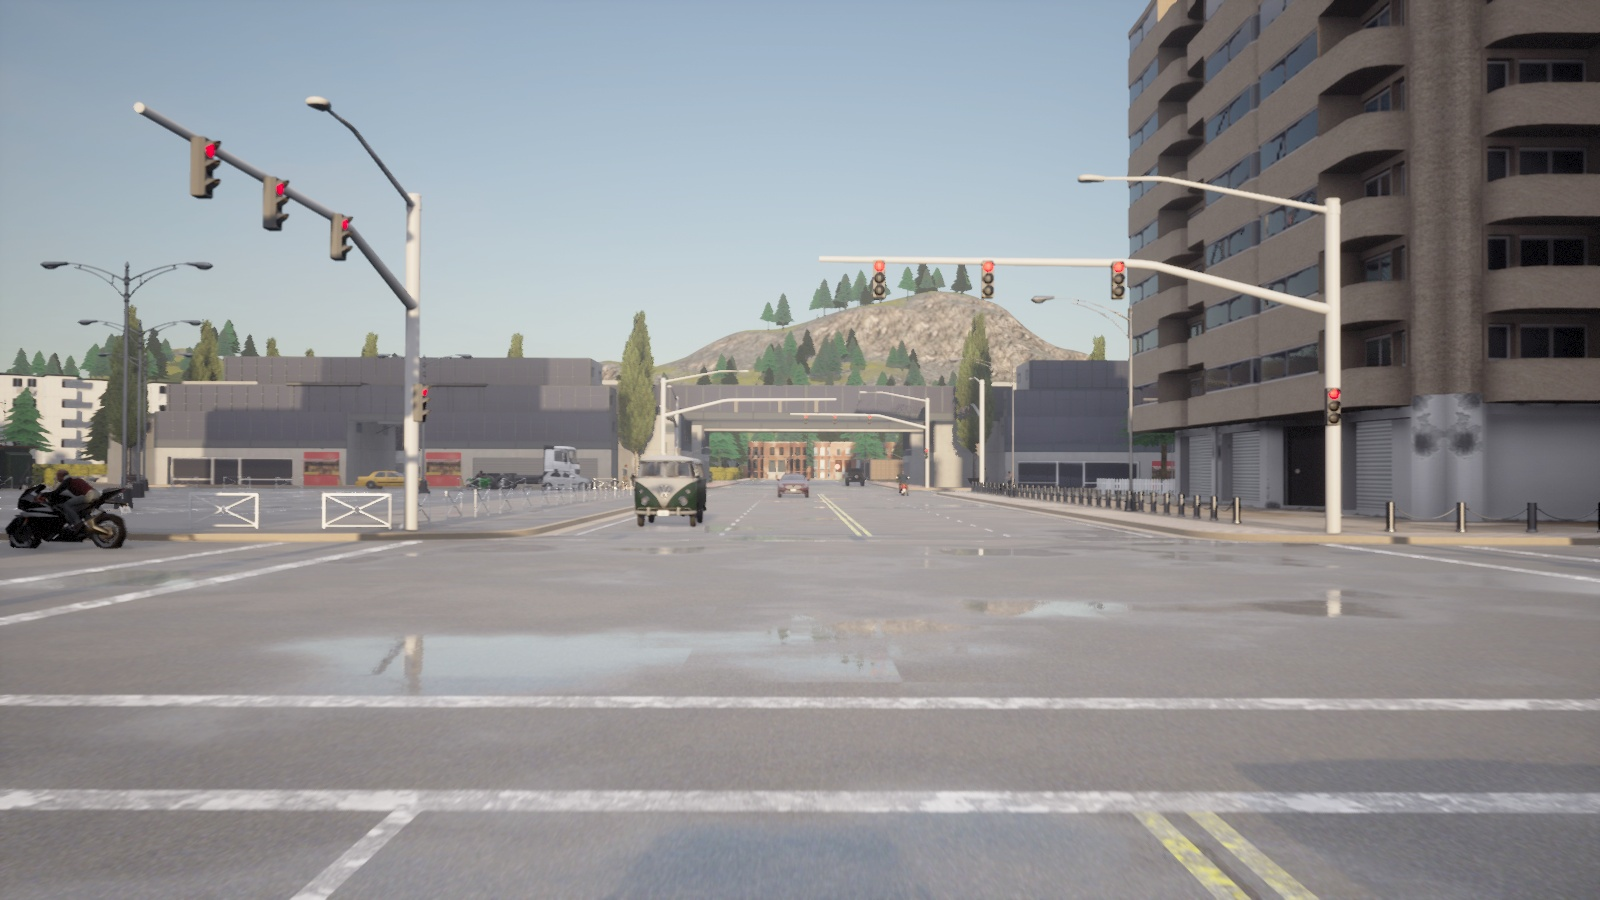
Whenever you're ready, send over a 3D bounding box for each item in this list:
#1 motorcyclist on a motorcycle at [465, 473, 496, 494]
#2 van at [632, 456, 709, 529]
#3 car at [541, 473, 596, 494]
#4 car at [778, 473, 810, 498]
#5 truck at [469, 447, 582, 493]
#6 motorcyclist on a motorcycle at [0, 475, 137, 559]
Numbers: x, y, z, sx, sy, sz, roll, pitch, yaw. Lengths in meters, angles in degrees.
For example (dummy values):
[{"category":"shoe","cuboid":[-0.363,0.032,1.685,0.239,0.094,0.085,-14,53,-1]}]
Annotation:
[{"category":"motorcyclist on a motorcycle","cuboid":[-23.433,2.432,92.094,2.044,1.523,0.797,0,-1,1]},{"category":"van","cuboid":[-3.677,1.189,36.251,1.775,1.987,4.442,0,-1,0]},{"category":"car","cuboid":[-16.921,2.436,91.984,3.633,1.501,1.845,0,-1,1]},{"category":"car","cuboid":[-0.360,2.087,74.346,1.812,1.442,4.674,0,-1,0]},{"category":"truck","cuboid":[-20.805,1.515,95.556,7.936,3.462,2.891,0,-1,1]},{"category":"motorcyclist on a motorcycle","cuboid":[-13.735,1.242,23.497,2.191,1.530,0.866,0,-1,-1]}]
